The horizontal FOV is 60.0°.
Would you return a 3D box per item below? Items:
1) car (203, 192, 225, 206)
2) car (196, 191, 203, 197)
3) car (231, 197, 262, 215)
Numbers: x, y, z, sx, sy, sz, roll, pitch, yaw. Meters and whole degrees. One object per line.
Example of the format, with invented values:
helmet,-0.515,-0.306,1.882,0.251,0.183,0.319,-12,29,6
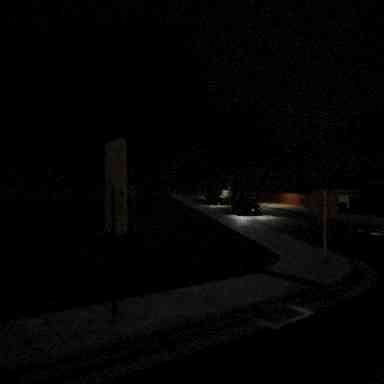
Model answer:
car,3.195,1.079,45.853,2.033,1.411,5.357,0,1,-6
car,2.229,0.492,82.366,1.812,1.442,4.674,0,1,-6
car,4.838,1.237,30.052,1.837,1.490,4.892,0,1,-6
